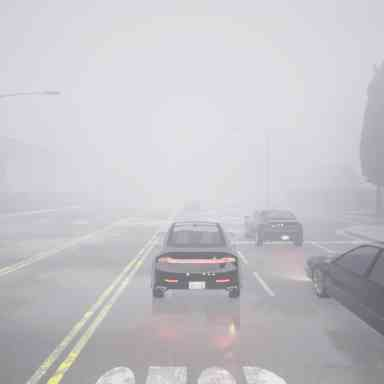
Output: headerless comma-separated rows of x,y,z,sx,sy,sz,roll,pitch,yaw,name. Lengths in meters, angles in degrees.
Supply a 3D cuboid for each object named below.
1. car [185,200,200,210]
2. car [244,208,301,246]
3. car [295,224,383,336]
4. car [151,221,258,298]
0.033,1.601,41.716,1.895,1.301,4.718,0,0,0,car
3.576,1.505,15.199,1.837,1.490,4.892,0,0,0,car
3.592,1.547,5.452,2.033,1.411,5.357,0,0,0,car
0.087,1.492,8.500,2.128,1.511,4.902,0,0,0,car
